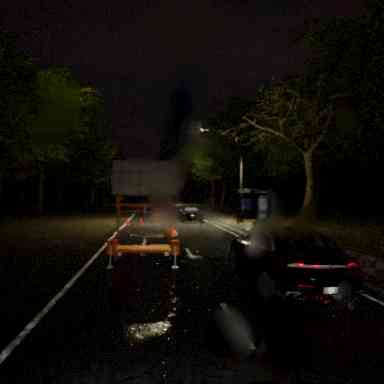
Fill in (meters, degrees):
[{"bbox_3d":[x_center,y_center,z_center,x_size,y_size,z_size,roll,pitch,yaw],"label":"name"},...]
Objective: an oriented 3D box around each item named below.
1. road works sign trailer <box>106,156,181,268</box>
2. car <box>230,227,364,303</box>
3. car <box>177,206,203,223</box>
[{"bbox_3d":[-1.647,0.575,11.692,2.380,3.560,2.880,1,-1,-7],"label":"road works sign trailer"},{"bbox_3d":[2.323,1.648,8.645,2.128,1.511,4.902,1,-1,-7],"label":"car"},{"bbox_3d":[-0.196,1.934,29.527,1.994,1.385,4.181,1,-1,-7],"label":"car"}]
